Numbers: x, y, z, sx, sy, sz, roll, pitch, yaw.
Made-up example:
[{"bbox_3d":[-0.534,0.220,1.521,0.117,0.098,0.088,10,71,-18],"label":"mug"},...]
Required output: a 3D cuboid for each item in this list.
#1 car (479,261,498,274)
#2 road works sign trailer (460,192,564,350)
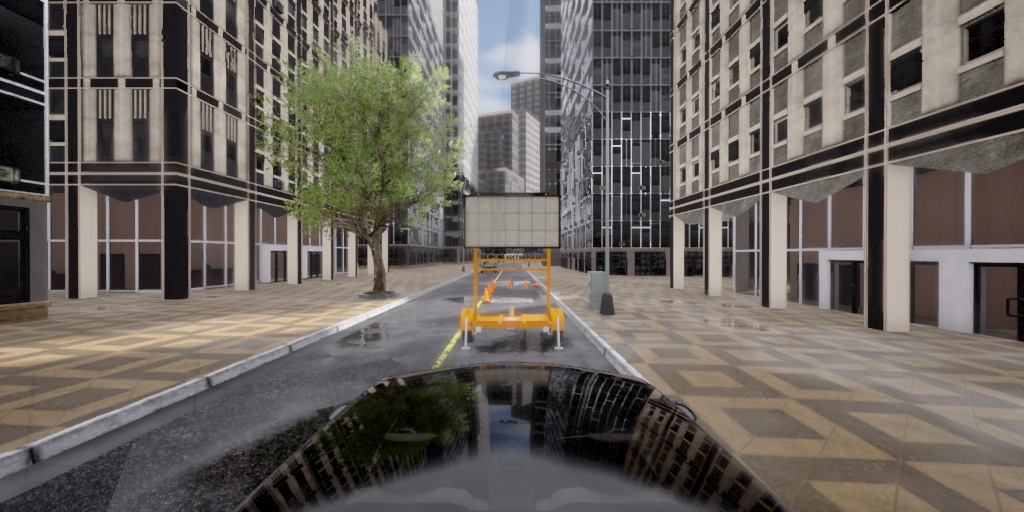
[{"bbox_3d":[-2.722,1.286,42.235,1.837,1.490,4.892,0,0,0],"label":"car"},{"bbox_3d":[0.006,0.214,9.066,2.380,3.560,2.880,0,0,0],"label":"road works sign trailer"}]
